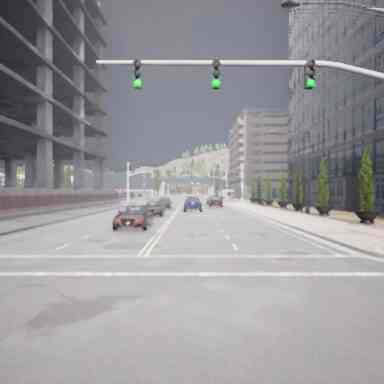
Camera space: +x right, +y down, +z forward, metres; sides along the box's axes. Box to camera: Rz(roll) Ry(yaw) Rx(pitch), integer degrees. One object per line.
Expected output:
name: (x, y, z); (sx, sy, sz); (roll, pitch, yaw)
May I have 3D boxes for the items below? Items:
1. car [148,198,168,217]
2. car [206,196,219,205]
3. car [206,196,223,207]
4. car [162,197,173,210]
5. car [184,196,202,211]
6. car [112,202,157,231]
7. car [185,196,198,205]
car: (-3.571, 1.538, 30.492); (1.994, 1.385, 4.181); (0, 0, 0)
car: (3.489, 1.429, 57.760); (1.882, 1.535, 5.008); (0, 0, 0)
car: (3.492, 1.436, 49.053); (1.882, 1.535, 5.008); (0, 0, 0)
car: (-3.544, 1.469, 42.776); (1.837, 1.490, 4.892); (0, 0, 0)
car: (0.092, 1.319, 39.827); (2.097, 1.767, 4.553); (0, 0, 0)
car: (-3.580, 1.546, 20.607); (1.994, 1.385, 4.181); (0, 0, 0)
car: (-0.161, 1.496, 60.446); (2.033, 1.411, 5.357); (0, 0, -4)
